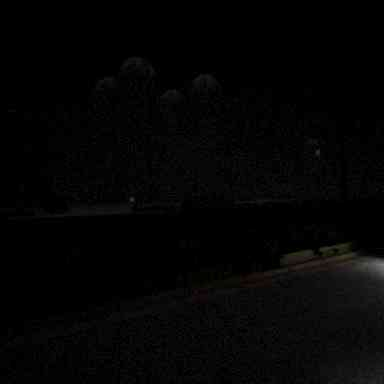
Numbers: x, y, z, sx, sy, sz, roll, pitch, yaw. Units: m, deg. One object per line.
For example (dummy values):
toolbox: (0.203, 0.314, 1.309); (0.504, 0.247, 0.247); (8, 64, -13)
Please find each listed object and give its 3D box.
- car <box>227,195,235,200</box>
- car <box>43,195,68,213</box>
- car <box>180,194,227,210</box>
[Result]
car: (4.440, 1.212, 51.031); (2.242, 1.667, 4.611); (-1, 0, -36)
car: (-15.172, 1.242, 36.842); (1.905, 1.878, 3.866); (-1, 0, -36)
car: (0.853, 1.155, 32.077); (1.932, 1.855, 4.605); (-1, 0, -36)
